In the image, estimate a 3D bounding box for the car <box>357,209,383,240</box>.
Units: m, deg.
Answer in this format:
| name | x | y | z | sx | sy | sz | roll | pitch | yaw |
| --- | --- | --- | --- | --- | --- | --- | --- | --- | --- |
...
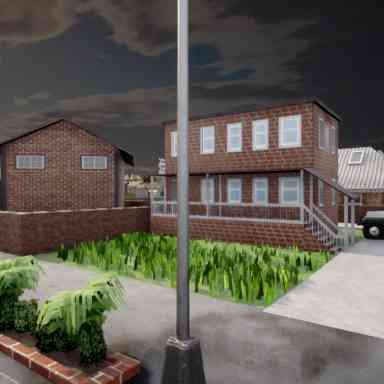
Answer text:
| name | x | y | z | sx | sy | sz | roll | pitch | yaw |
| --- | --- | --- | --- | --- | --- | --- | --- | --- | --- |
| car | 8.493 | 0.973 | 12.590 | 3.866 | 1.878 | 1.905 | 0 | 0 | 36 |
